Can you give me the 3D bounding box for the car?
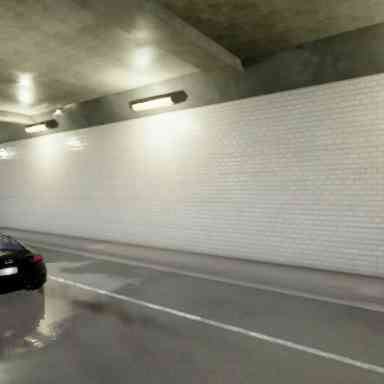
[{"bbox_3d":[-5.361,1.594,8.019,4.181,1.385,1.994,0,0,37],"label":"car"}]
